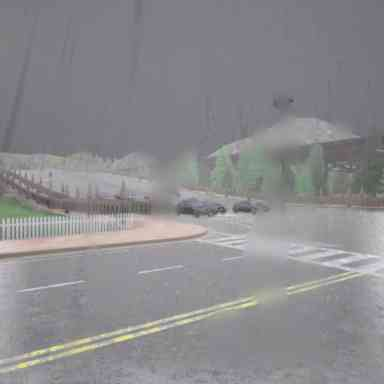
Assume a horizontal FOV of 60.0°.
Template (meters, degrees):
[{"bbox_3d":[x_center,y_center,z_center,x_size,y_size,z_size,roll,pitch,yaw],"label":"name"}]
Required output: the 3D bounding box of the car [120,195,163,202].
[{"bbox_3d":[-5.982,1.450,38.913,2.033,1.411,5.357,0,2,-37],"label":"car"}]

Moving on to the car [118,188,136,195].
[{"bbox_3d":[-10.231,0.635,50.506,2.097,1.767,4.553,0,4,-36],"label":"car"}]

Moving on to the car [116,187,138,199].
[{"bbox_3d":[-11.392,0.169,58.039,1.837,1.490,4.892,0,6,-36],"label":"car"}]

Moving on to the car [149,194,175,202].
[{"bbox_3d":[-4.258,1.412,42.457,1.994,1.385,4.181,0,2,-37],"label":"car"}]

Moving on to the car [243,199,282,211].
[{"bbox_3d":[8.968,1.589,42.716,1.895,1.301,4.718,0,0,-38],"label":"car"}]

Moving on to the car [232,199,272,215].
[{"bbox_3d":[6.110,1.557,34.437,1.994,1.385,4.181,0,0,-37],"label":"car"}]

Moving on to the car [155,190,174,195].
[{"bbox_3d":[-5.320,1.007,49.760,1.882,1.535,5.008,0,4,-37],"label":"car"}]

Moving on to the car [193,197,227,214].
[{"bbox_3d":[1.693,1.555,34.497,1.994,1.385,4.181,0,0,-37],"label":"car"}]

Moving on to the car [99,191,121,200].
[{"bbox_3d":[-12.116,0.904,47.165,1.837,1.490,4.892,0,4,-36],"label":"car"}]

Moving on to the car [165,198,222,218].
[{"bbox_3d":[0.037,1.543,30.864,2.033,1.411,5.357,0,0,-37],"label":"car"}]

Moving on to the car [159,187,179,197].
[{"bbox_3d":[-4.556,0.076,60.799,2.150,2.045,5.566,0,6,-36],"label":"car"}]
